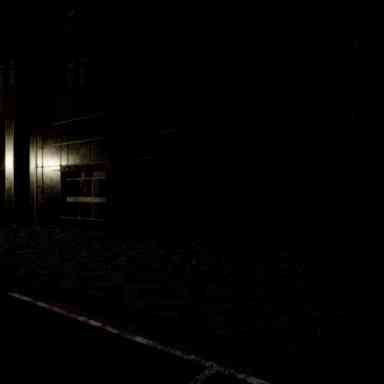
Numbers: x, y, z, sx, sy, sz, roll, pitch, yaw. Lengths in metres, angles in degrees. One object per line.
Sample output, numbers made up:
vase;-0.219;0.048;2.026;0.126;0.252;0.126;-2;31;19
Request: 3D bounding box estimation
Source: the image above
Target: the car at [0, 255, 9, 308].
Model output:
car;-5.626;1.350;6.536;4.553;1.767;2.097;0;0;36
